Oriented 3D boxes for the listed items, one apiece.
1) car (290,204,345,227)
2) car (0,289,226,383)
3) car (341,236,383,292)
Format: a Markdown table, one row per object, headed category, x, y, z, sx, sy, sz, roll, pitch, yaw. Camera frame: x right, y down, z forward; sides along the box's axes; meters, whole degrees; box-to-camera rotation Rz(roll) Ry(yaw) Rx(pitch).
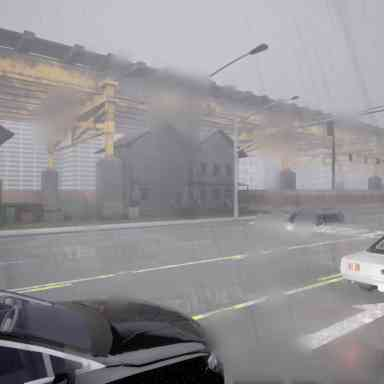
| category | x | y | z | sx | sy | sz | roll | pitch | yaw |
| --- | --- | --- | --- | --- | --- | --- | --- | --- | --- |
| car | 8.692 | 1.564 | 23.045 | 4.181 | 1.385 | 1.994 | 0 | 0 | -35 |
| car | -1.918 | 1.492 | 2.378 | 4.902 | 1.511 | 2.128 | 0 | 0 | -35 |
| car | 5.602 | 1.601 | 7.759 | 4.718 | 1.301 | 1.895 | 0 | 0 | -35 |
